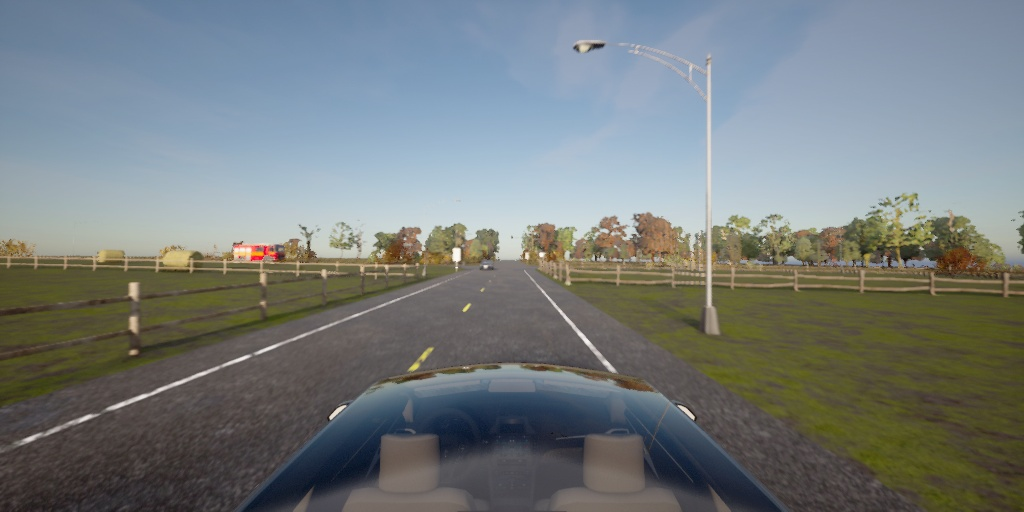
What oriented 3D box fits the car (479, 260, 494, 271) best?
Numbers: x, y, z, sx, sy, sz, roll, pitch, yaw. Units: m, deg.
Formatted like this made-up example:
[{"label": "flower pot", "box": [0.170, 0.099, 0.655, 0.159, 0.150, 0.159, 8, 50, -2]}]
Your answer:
[{"label": "car", "box": [-3.516, 1.269, 50.689, 2.128, 1.511, 4.902, 0, 0, 0]}]
